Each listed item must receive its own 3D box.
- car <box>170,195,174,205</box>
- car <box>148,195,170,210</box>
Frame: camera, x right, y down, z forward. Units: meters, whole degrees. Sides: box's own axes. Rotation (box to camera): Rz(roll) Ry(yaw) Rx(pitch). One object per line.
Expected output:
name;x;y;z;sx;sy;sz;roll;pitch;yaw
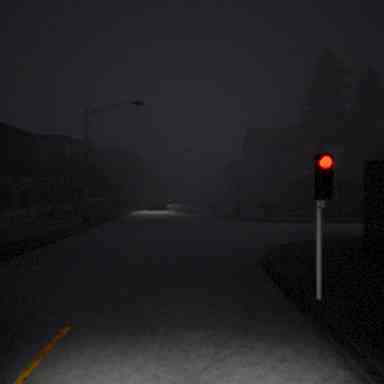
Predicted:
car;-4.055;1.286;55.355;1.837;1.490;4.892;0;0;0
car;-4.086;1.320;39.789;1.882;1.535;5.008;0;1;0
